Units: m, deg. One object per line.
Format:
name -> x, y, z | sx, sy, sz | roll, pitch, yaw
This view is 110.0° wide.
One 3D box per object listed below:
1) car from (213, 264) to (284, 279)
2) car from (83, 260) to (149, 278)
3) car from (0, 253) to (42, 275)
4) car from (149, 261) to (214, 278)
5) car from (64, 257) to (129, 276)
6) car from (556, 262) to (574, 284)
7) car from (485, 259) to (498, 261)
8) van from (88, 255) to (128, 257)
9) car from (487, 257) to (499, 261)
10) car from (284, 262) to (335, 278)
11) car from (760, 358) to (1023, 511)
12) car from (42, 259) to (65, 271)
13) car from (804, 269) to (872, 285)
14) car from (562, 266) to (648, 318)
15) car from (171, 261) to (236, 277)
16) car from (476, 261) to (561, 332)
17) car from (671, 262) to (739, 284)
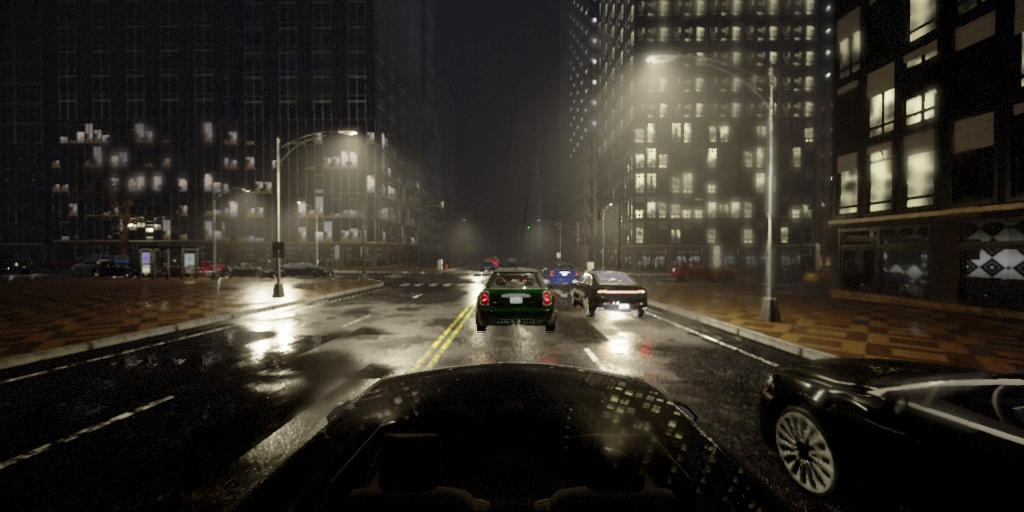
car -> -22.733, 1.320, 31.081 | 4.313, 1.339, 1.948 | 0, 0, 1
car -> -34.098, 1.217, 31.388 | 4.313, 1.339, 1.948 | 0, 0, 1
car -> -49.625, 0.701, 34.387 | 5.566, 2.045, 2.150 | 1, 1, -1
car -> -28.417, 1.284, 31.214 | 4.207, 1.307, 1.802 | 0, 0, 1
car -> -38.970, 1.103, 34.127 | 4.674, 1.442, 1.812 | 1, 1, 1
car -> 3.342, 1.219, 24.860 | 2.097, 1.767, 4.553 | 0, -1, 0
car -> -3.349, 1.485, 50.568 | 1.812, 1.442, 4.674 | 0, 0, 0
van -> -45.290, 0.795, 40.049 | 3.998, 1.789, 1.690 | 0, 0, 1
car -> -3.333, 1.220, 60.793 | 2.150, 2.045, 5.566 | 0, 0, 0
car -> -19.709, 1.298, 33.716 | 5.357, 1.411, 2.033 | 0, 1, 0
car -> 3.346, 1.242, 1.539 | 2.128, 1.511, 4.902 | 0, 0, 0
car -> -50.972, 0.984, 40.164 | 4.207, 1.307, 1.802 | 0, 0, 1
car -> 27.640, 1.722, 30.357 | 4.829, 1.417, 1.751 | 0, 0, 1
car -> 3.350, 1.294, 13.147 | 2.128, 1.511, 4.902 | 0, 0, 0
car -> -29.116, 1.192, 33.921 | 4.674, 1.442, 1.812 | 1, 1, 1
car -> 0.098, 1.144, 11.140 | 2.097, 1.767, 4.553 | 0, 0, 0
car -> 16.191, 1.413, 30.553 | 5.009, 1.841, 2.192 | 0, 0, 1
